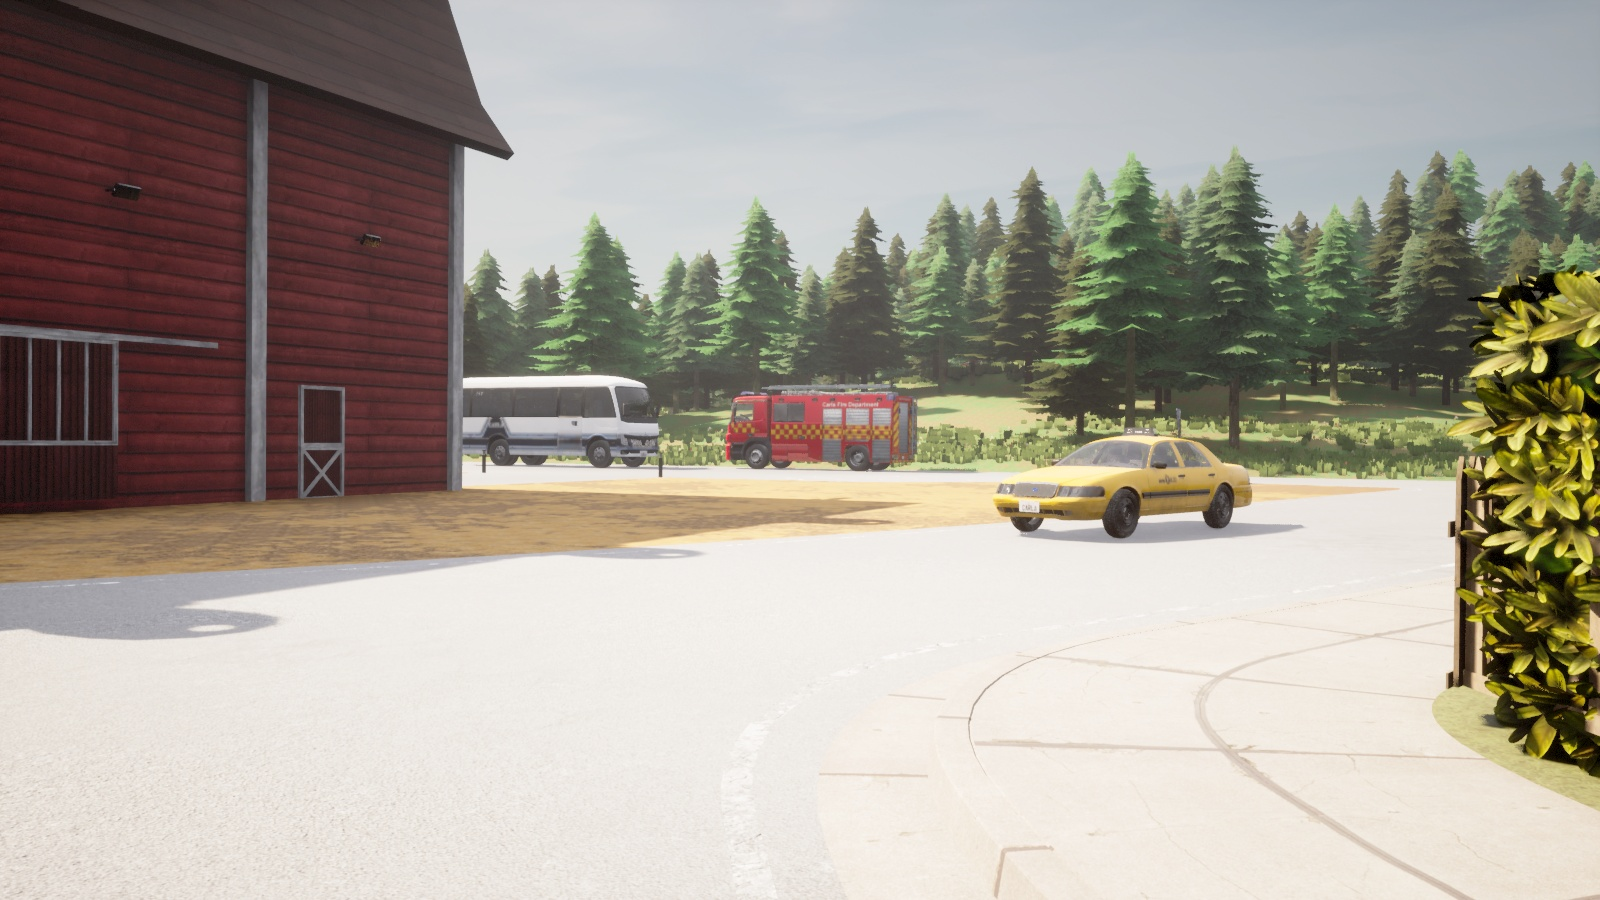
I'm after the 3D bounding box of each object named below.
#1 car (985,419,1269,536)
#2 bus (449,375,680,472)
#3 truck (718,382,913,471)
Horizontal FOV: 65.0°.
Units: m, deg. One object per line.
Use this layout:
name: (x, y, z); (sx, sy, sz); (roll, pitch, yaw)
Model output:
car: (5.204, 0.325, 19.426); (1.801, 1.575, 5.366); (0, 1, 45)
bus: (-11.112, -1.139, 59.087); (10.273, 4.253, 3.944); (0, 0, 26)
truck: (0.666, -1.021, 57.294); (8.468, 3.827, 2.891); (0, 0, 26)
